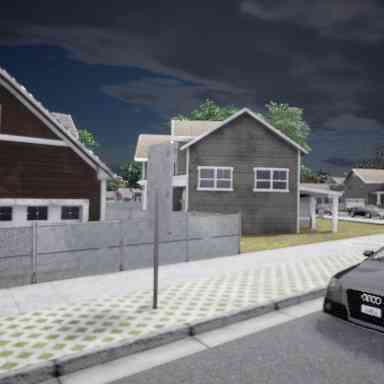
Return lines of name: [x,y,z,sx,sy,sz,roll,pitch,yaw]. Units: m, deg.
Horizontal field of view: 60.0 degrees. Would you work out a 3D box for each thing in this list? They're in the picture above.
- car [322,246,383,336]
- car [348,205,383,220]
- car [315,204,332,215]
car: [4.299,1.593,6.085,4.181,1.385,1.994,0,0,-35]
car: [18.879,2.139,35.909,2.128,1.511,4.902,1,-2,-5]
car: [17.896,2.452,46.014,1.837,1.490,4.892,1,-2,-6]
